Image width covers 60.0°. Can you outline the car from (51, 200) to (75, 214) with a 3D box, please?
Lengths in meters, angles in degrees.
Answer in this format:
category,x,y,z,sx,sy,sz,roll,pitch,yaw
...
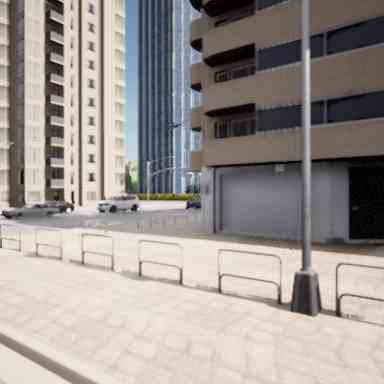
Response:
category,x,y,z,sx,sy,sz,roll,pitch,yaw
car,-15.124,1.666,36.081,1.837,1.490,4.892,0,0,36

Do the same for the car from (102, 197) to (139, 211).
category,x,y,z,sx,sy,sz,roll,pitch,yaw
car,-9.422,1.517,44.025,2.097,1.767,4.553,0,0,36

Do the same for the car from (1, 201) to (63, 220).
category,x,y,z,sx,sy,sz,roll,pitch,yaw
car,-14.788,1.750,30.534,1.895,1.301,4.718,0,0,36

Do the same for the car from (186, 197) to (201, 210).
category,x,y,z,sx,sy,sz,roll,pitch,yaw
car,1.123,1.501,46.473,2.097,1.767,4.553,0,0,36

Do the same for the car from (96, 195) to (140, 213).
category,x,y,z,sx,sy,sz,roll,pitch,yaw
car,-8.593,1.375,39.190,2.150,2.045,5.566,0,0,36
